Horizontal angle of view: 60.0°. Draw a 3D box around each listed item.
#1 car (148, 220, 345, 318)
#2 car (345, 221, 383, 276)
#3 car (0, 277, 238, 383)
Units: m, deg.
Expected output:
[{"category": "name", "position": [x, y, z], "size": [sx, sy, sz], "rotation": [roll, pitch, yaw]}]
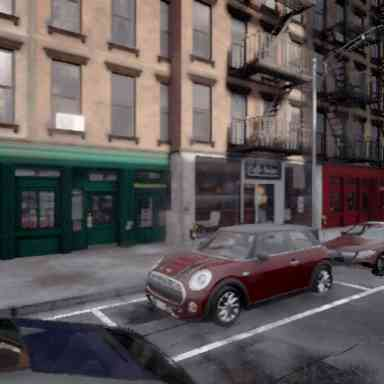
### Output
[{"category": "car", "position": [1.078, 1.443, 6.965], "size": [4.097, 1.590, 1.967], "rotation": [0, 0, -36]}, {"category": "car", "position": [5.700, 1.589, 10.264], "size": [4.206, 1.307, 1.802], "rotation": [0, 0, -36]}, {"category": "car", "position": [-1.875, 1.564, 1.726], "size": [4.181, 1.385, 1.994], "rotation": [0, 0, -35]}]
